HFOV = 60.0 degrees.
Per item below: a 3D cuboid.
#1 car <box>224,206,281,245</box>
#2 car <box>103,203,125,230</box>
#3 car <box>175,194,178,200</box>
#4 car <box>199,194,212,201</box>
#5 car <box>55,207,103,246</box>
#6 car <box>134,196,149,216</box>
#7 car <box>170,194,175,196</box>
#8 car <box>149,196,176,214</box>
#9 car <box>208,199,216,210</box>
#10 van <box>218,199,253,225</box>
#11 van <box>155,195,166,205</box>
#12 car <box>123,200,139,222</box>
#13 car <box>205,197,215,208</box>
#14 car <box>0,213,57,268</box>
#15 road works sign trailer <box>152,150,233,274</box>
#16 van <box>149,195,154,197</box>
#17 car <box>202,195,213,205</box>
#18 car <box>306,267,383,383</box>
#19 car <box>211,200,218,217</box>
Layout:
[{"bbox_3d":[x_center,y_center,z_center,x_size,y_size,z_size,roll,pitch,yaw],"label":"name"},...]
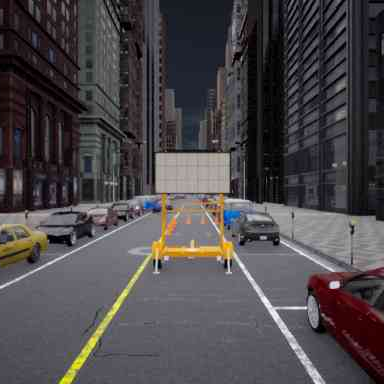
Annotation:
[{"bbox_3d":[2.791,1.554,15.172,2.008,1.369,4.403,0,0,0],"label":"car"},{"bbox_3d":[-5.722,1.588,20.809,1.802,1.307,4.206,0,0,0],"label":"car"},{"bbox_3d":[-5.585,1.658,88.447,1.947,1.339,4.313,0,0,0],"label":"car"},{"bbox_3d":[2.882,1.360,60.261,2.192,1.841,5.009,0,0,0],"label":"car"},{"bbox_3d":[-5.734,1.569,15.172,1.947,1.339,4.313,0,0,0],"label":"car"},{"bbox_3d":[-5.700,1.454,32.082,1.967,1.590,4.097,0,0,0],"label":"car"},{"bbox_3d":[-5.608,1.616,77.174,1.887,1.381,4.507,0,0,0],"label":"car"},{"bbox_3d":[-3.030,1.494,35.077,1.882,1.535,5.008,0,0,0],"label":"car"},{"bbox_3d":[2.826,1.596,32.081,1.802,1.307,4.206,0,0,0],"label":"car"},{"bbox_3d":[2.802,1.347,20.808,1.690,1.788,3.998,0,0,0],"label":"van"},{"bbox_3d":[-5.642,1.386,60.264,1.690,1.788,3.998,0,0,0],"label":"van"},{"bbox_3d":[-5.711,1.575,26.445,1.947,1.339,4.313,0,0,0],"label":"car"},{"bbox_3d":[2.837,1.570,37.717,2.008,1.369,4.403,0,0,0],"label":"car"},{"bbox_3d":[-5.745,1.527,9.365,1.752,1.417,4.829,0,0,0],"label":"car"},{"bbox_3d":[0.021,0.466,10.562,2.380,3.560,2.880,0,0,0],"label":"road works sign trailer"},{"bbox_3d":[-5.688,1.360,37.719,1.690,1.788,3.998,0,0,0],"label":"van"},{"bbox_3d":[2.860,1.575,48.989,1.887,1.381,4.507,0,0,0],"label":"car"},{"bbox_3d":[2.768,1.545,3.899,1.887,1.381,4.507,0,0,0],"label":"car"},{"bbox_3d":[2.814,1.560,26.444,2.008,1.369,4.403,0,0,0],"label":"car"}]
